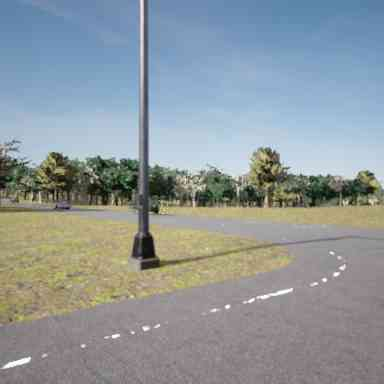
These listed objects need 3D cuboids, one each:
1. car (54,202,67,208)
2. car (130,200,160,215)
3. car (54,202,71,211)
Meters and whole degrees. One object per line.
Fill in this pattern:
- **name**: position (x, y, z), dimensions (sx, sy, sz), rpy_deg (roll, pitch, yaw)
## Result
- **car**: position (-32.789, 3.179, 82.992), dimensions (1.837, 1.490, 4.892), rpy_deg (3, -3, -36)
- **car**: position (-6.649, 2.105, 46.737), dimensions (2.150, 2.045, 5.566), rpy_deg (3, -3, -36)
- **car**: position (-21.892, 2.483, 56.009), dimensions (2.033, 1.411, 5.357), rpy_deg (3, -3, -34)
